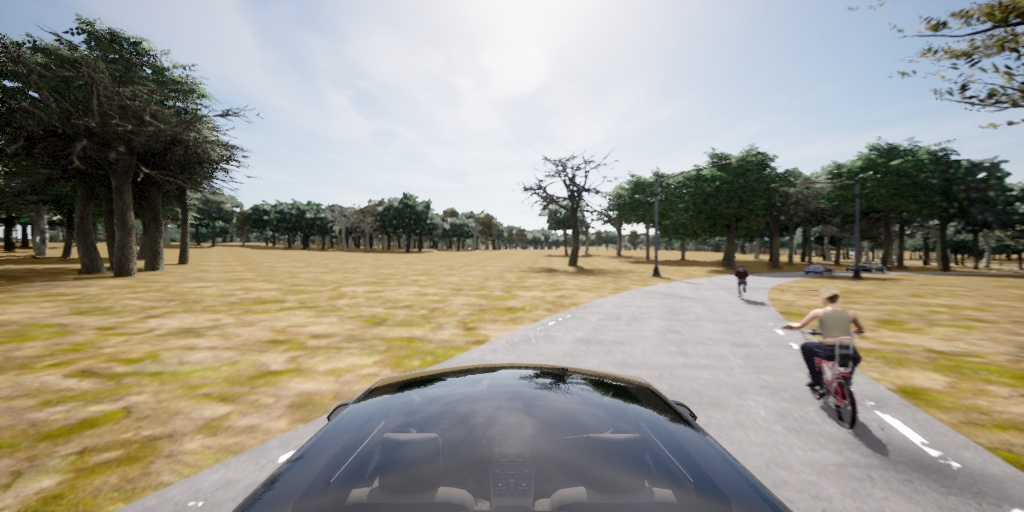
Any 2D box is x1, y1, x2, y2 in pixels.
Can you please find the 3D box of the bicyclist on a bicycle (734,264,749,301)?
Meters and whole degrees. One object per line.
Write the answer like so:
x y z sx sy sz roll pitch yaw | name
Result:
10.954 1.237 17.093 0.659 1.776 1.843 0 0 33 | bicyclist on a bicycle

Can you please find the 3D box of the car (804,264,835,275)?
39.247 1.719 45.804 5.357 1.411 2.033 1 0 -33 | car

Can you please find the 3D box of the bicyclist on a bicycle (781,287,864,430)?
4.040 1.195 4.588 0.866 1.612 1.509 -1 -1 25 | bicyclist on a bicycle
